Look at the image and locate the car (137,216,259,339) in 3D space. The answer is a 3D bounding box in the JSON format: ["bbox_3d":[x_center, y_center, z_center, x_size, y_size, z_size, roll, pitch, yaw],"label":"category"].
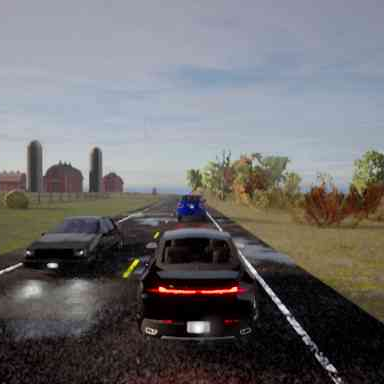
[{"bbox_3d":[0.083,1.489,6.709,1.837,1.490,4.892,0,0,0],"label":"car"}]

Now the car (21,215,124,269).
[{"bbox_3d":[-3.628,1.521,11.302,2.033,1.411,5.357,0,0,0],"label":"car"}]

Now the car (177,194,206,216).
[{"bbox_3d":[-0.032,1.163,26.429,2.150,2.045,5.566,0,0,-1],"label":"car"}]
